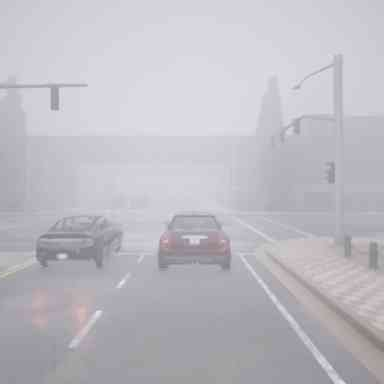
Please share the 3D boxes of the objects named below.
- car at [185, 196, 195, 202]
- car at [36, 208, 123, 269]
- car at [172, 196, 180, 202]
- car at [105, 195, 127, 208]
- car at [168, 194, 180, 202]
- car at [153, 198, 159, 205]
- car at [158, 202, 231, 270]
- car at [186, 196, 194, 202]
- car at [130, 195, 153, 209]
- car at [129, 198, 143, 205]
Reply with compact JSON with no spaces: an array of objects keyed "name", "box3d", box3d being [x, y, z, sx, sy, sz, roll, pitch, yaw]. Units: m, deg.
[{"name":"car","box3d":[-0.463,1.635,74.273,2.097,1.767,4.553,0,0,0]},{"name":"car","box3d":[-3.588,1.535,11.383,2.128,1.511,4.902,0,0,-2]},{"name":"car","box3d":[-3.907,1.756,82.900,1.812,1.442,4.674,0,0,0]},{"name":"car","box3d":[-11.187,1.407,49.645,2.150,2.045,5.566,0,0,2]},{"name":"car","box3d":[-3.970,1.501,73.244,2.150,2.045,5.566,0,0,0]},{"name":"car","box3d":[-7.528,1.794,65.615,2.033,1.411,5.357,0,0,1]},{"name":"car","box3d":[0.075,1.395,11.298,2.097,1.767,4.553,0,0,0]},{"name":"car","box3d":[-0.408,1.775,82.805,1.994,1.385,4.181,0,0,0]},{"name":"car","box3d":[-7.698,1.406,49.647,2.150,2.045,5.566,0,0,1]},{"name":"car","box3d":[-11.030,1.808,65.741,1.994,1.385,4.181,0,0,1]}]
